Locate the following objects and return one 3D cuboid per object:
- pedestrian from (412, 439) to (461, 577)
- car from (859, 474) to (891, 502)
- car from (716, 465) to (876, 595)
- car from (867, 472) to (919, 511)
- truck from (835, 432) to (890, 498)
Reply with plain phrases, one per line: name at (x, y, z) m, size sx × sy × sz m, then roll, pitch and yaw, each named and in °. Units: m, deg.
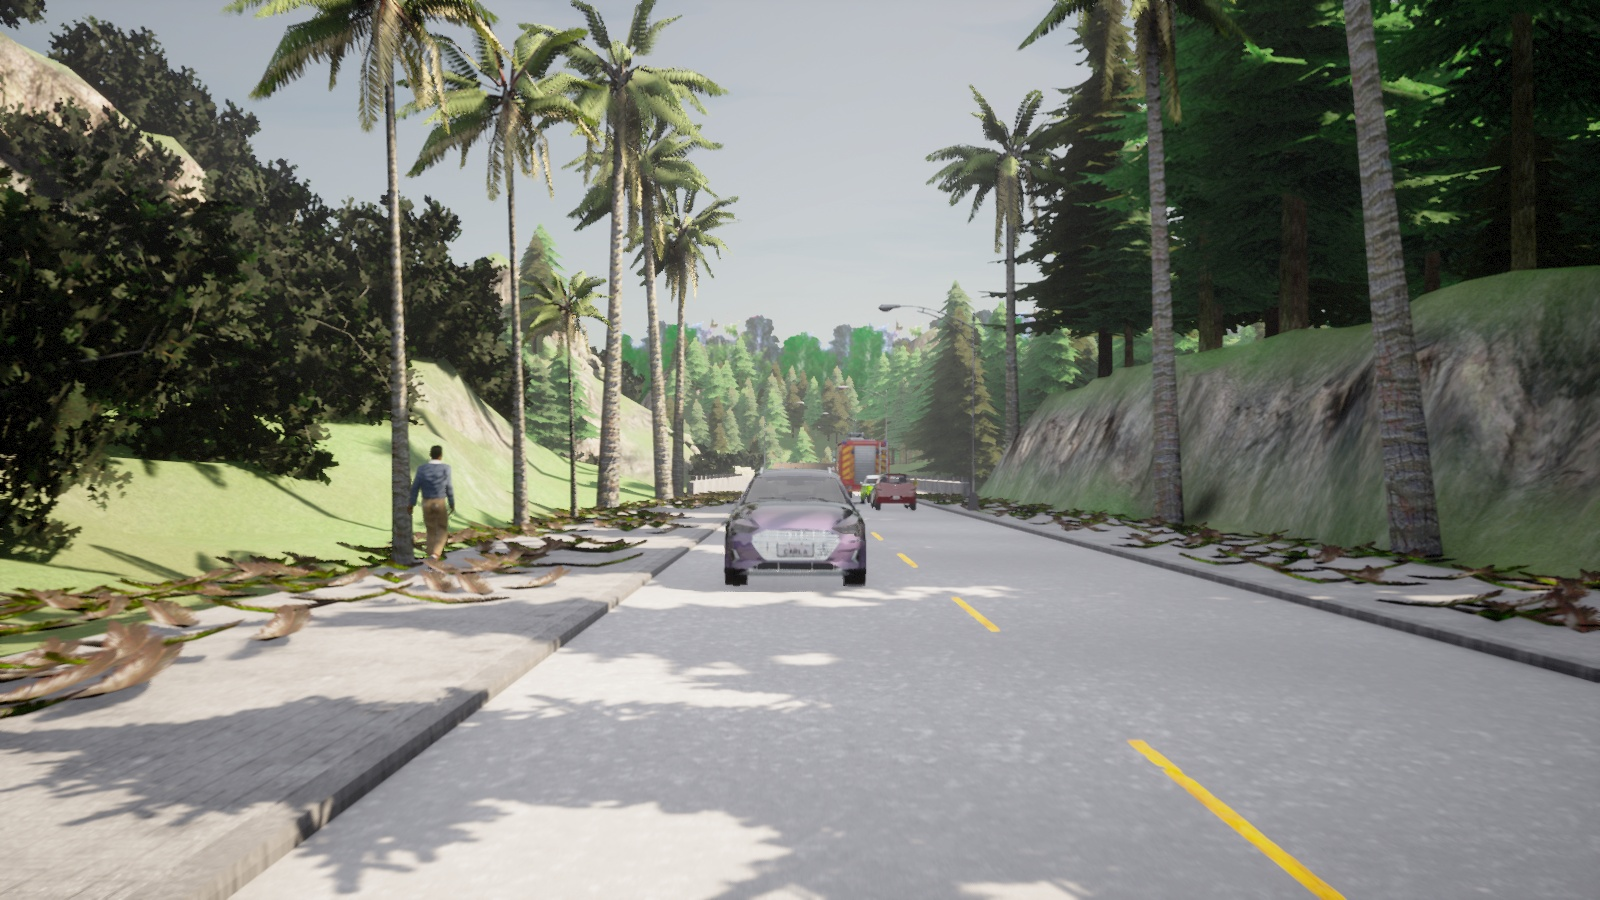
pedestrian at (-5.248, 0.828, 18.156) m, size 0.423 × 1.949 × 0.788 m, roll 0°, pitch -1°, yaw 4°
car at (3.767, 1.915, 63.409) m, size 1.481 × 1.376 × 2.207 m, roll 0°, pitch 0°, yaw 0°
car at (-0.058, 1.052, 18.380) m, size 2.033 × 1.649 × 4.856 m, roll 0°, pitch -1°, yaw 0°
car at (3.813, 1.681, 51.770) m, size 1.845 × 1.501 × 3.633 m, roll 0°, pitch -1°, yaw 0°
truck at (3.710, 0.922, 76.878) m, size 2.891 × 3.827 × 8.468 m, roll 0°, pitch -1°, yaw 0°
